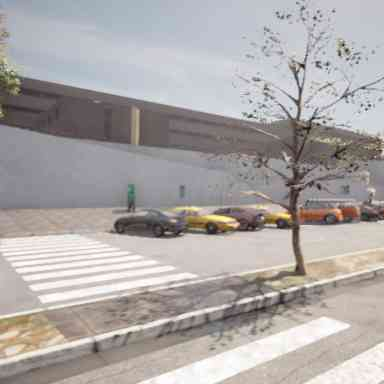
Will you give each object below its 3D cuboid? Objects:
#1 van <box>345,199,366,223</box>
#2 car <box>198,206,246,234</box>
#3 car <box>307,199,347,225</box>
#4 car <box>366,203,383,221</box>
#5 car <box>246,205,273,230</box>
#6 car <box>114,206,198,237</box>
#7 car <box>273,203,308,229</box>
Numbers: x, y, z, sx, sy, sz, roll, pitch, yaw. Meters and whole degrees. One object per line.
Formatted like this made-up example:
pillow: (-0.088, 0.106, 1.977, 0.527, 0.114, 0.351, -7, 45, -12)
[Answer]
van: (12.357, 1.597, 28.987, 4.442, 1.987, 1.878, -1, -2, 35)
car: (0.257, 1.624, 20.283, 5.366, 1.575, 1.946, -1, -2, 35)
car: (9.846, 1.663, 27.293, 4.553, 1.767, 2.185, -1, -1, 34)
car: (14.685, 1.891, 30.768, 4.674, 1.452, 2.002, -1, -1, 35)
car: (2.507, 1.700, 22.130, 4.792, 1.488, 2.163, -1, -1, 35)
car: (-2.324, 1.631, 18.651, 4.674, 1.452, 2.002, -1, -1, 35)
car: (5.116, 1.707, 23.744, 5.366, 1.575, 1.946, -1, -2, 35)
